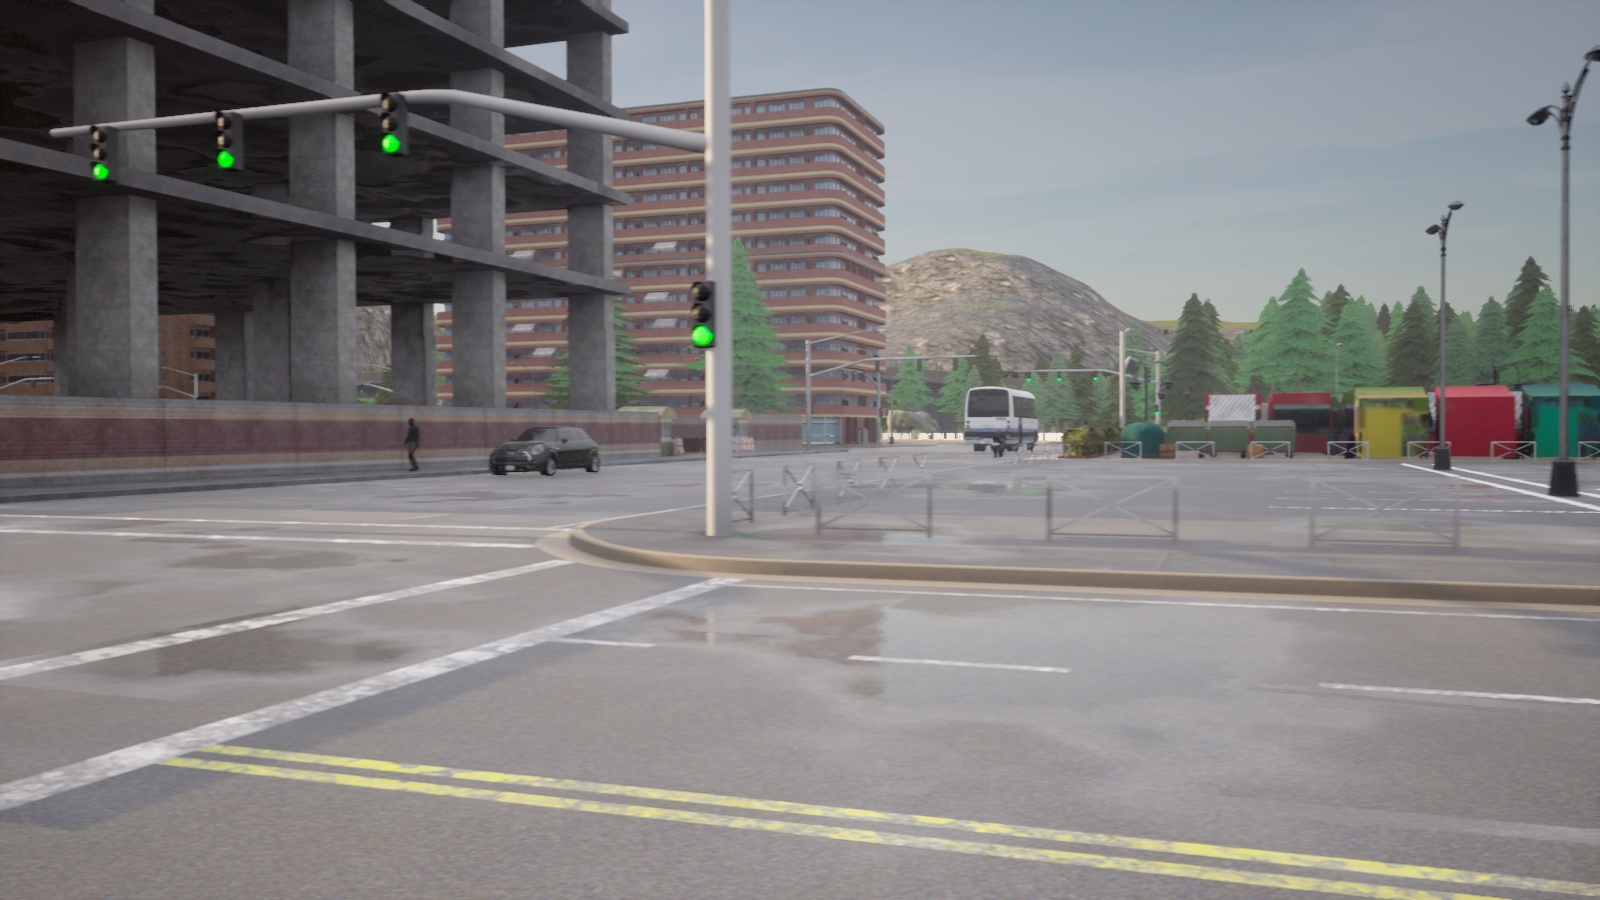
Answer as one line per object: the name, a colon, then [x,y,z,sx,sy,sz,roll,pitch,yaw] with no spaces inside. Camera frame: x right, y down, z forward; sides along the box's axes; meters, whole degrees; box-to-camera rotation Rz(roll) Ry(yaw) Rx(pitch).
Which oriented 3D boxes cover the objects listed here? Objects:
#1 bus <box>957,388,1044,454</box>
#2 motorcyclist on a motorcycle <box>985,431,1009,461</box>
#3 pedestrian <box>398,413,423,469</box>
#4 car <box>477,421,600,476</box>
bus: [14.012,-1.935,86.857,3.944,4.253,10.273,1,1,20]
motorcyclist on a motorcycle: [10.380,-0.225,66.273,0.866,1.530,2.191,1,1,19]
pedestrian: [-13.098,-0.305,42.248,0.370,1.835,0.726,1,1,42]
car: [-8.856,-0.096,42.938,2.097,1.767,4.553,1,1,19]
